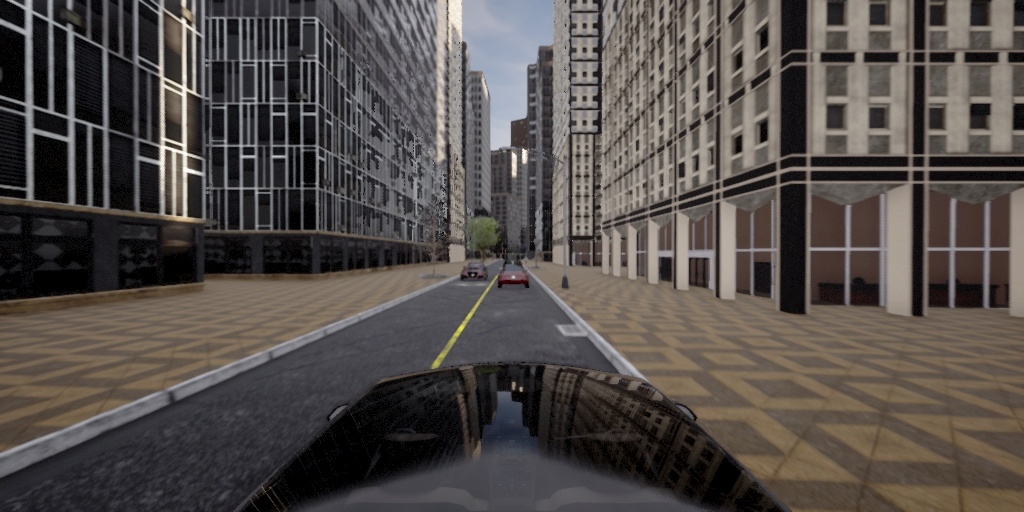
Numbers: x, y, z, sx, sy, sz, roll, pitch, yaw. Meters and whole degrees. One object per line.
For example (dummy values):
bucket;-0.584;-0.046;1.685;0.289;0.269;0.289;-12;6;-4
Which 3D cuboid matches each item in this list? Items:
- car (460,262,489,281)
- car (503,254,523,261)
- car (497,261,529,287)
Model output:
car;-2.858;1.182;28.082;1.994;1.385;4.181;0;0;0
car;0.085;0.780;42.020;2.150;2.045;5.566;0;0;0
car;0.089;1.206;23.257;1.994;1.385;4.181;0;0;0
